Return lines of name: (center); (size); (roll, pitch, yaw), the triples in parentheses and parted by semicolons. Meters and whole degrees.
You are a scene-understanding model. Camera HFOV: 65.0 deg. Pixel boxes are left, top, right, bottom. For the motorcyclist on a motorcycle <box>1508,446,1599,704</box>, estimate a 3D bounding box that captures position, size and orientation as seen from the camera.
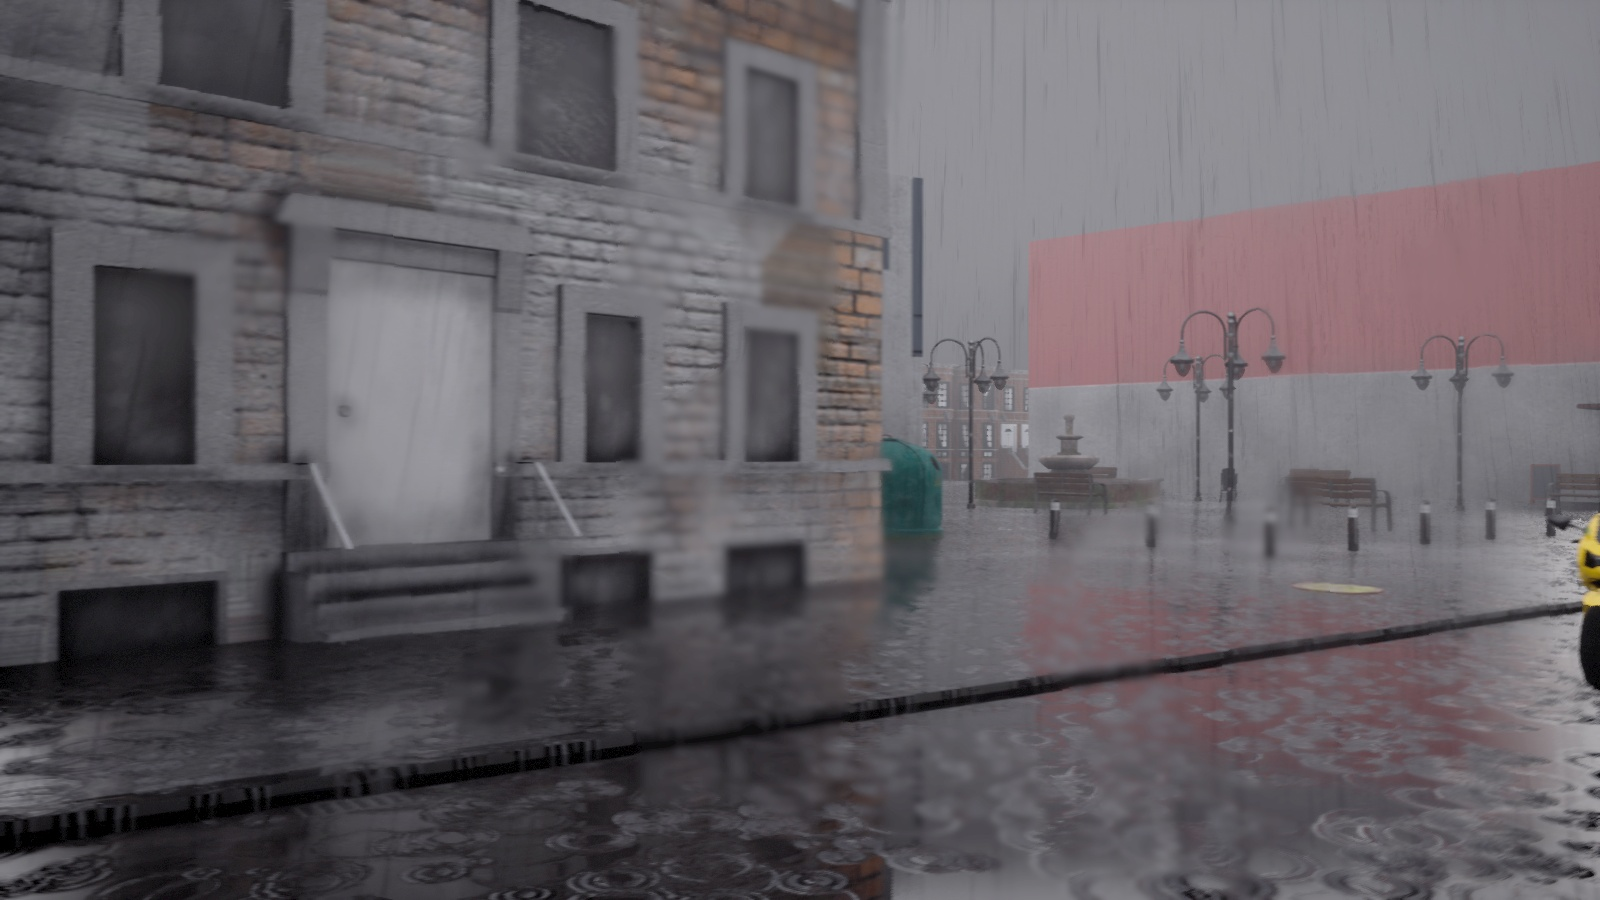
motorcyclist on a motorcycle: (5.481, 0.735, 8.082); (2.044, 1.523, 0.797); (0, 0, -35)
